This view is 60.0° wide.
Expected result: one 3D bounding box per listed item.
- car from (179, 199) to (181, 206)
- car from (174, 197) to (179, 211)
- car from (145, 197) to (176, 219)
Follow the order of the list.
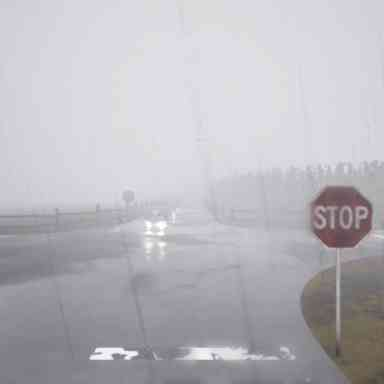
[{"bbox_3d":[-2.852,1.531,54.027,2.128,1.511,4.902,0,0,1],"label":"car"},{"bbox_3d":[-2.867,1.545,40.813,1.812,1.442,4.674,0,0,0],"label":"car"},{"bbox_3d":[-2.902,1.504,29.010,2.128,1.511,4.902,0,0,1],"label":"car"}]
